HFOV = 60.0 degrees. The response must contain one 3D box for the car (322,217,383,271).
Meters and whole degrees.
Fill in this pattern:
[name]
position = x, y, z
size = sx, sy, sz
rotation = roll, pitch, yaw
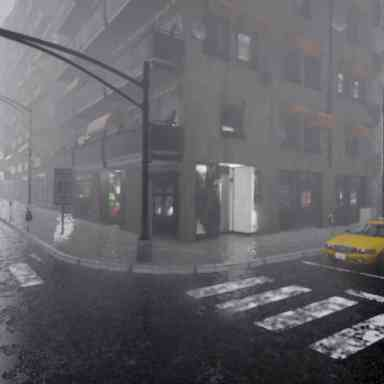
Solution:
[car]
position = 6.251, 1.532, 11.008
size = 4.829, 1.417, 1.752
rotation = 0, 1, -35
